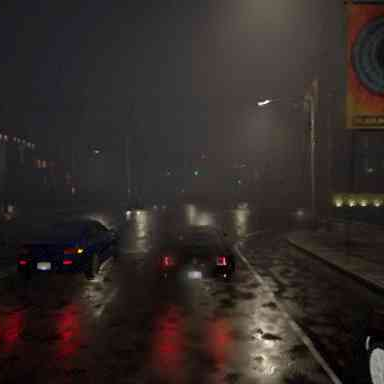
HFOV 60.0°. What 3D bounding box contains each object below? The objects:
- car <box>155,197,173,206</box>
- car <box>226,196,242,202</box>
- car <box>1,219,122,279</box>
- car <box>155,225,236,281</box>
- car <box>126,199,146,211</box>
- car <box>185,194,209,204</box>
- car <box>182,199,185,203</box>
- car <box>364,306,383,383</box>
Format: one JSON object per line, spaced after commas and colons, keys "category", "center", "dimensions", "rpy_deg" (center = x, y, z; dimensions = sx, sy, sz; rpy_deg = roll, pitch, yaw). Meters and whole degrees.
{"category": "car", "center": [-4.932, 1.588, 59.133], "dimensions": [1.882, 1.535, 5.008], "rpy_deg": [0, 0, 17]}
{"category": "car", "center": [10.253, 1.706, 81.120], "dimensions": [4.181, 1.385, 1.994], "rpy_deg": [0, 0, -40]}
{"category": "car", "center": [-3.411, 1.545, 9.984], "dimensions": [1.812, 1.442, 4.674], "rpy_deg": [0, 0, 0]}
{"category": "car", "center": [0.093, 1.620, 9.862], "dimensions": [1.895, 1.301, 4.718], "rpy_deg": [0, 0, 0]}
{"category": "car", "center": [-7.029, 1.626, 42.159], "dimensions": [2.033, 1.411, 5.357], "rpy_deg": [0, 0, 1]}
{"category": "car", "center": [1.375, 1.344, 65.049], "dimensions": [2.150, 2.045, 5.566], "rpy_deg": [0, 0, 27]}
{"category": "car", "center": [0.085, 1.672, 70.192], "dimensions": [2.033, 1.411, 5.357], "rpy_deg": [0, 0, 33]}
{"category": "car", "center": [2.900, 1.484, 1.802], "dimensions": [2.097, 1.535, 5.008], "rpy_deg": [0, 0, 0]}
